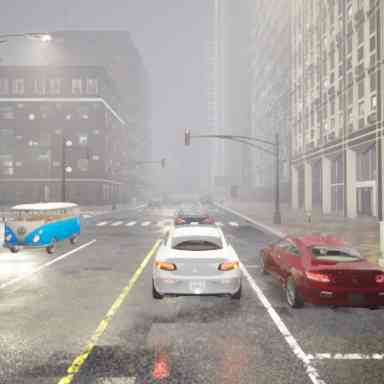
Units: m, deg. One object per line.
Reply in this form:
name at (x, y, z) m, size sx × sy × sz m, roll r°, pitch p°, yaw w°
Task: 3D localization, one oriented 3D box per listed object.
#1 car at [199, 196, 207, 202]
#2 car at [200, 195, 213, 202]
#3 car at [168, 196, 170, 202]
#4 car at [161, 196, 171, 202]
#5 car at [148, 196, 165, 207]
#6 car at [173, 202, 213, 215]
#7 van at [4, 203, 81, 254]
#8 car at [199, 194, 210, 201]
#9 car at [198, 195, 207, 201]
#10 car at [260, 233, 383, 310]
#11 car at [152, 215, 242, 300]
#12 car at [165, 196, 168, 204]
car at (2.677, 1.592, 79.412) m, size 1.802 × 1.307 × 4.206 m, roll 1°, pitch 0°, yaw 0°
car at (2.684, 1.590, 56.793) m, size 1.802 × 1.307 × 4.206 m, roll 1°, pitch 0°, yaw 0°
car at (-5.698, 1.574, 62.443) m, size 1.947 × 1.339 × 4.313 m, roll 1°, pitch 0°, yaw 0°
car at (-5.701, 1.591, 73.753) m, size 1.802 × 1.307 × 4.206 m, roll 1°, pitch 0°, yaw 0°
car at (-5.694, 1.558, 51.134) m, size 2.008 × 1.369 × 4.403 m, roll 1°, pitch 0°, yaw 0°
car at (0.071, 1.507, 17.411) m, size 2.163 × 1.488 × 4.792 m, roll 0°, pitch 0°, yaw -1°
van at (-5.765, 1.344, 13.218) m, size 1.690 × 1.788 × 3.998 m, roll 1°, pitch 0°, yaw 0°
car at (2.686, 1.324, 62.448) m, size 2.192 × 1.841 × 5.009 m, roll 1°, pitch 0°, yaw 0°
car at (2.676, 1.561, 85.067) m, size 2.008 × 1.369 × 4.403 m, roll 1°, pitch 0°, yaw 0°
car at (2.699, 1.584, 7.536) m, size 1.802 × 1.307 × 4.206 m, roll 1°, pitch 0°, yaw 0°
car at (0.103, 1.528, 8.298) m, size 1.812 × 1.442 × 4.674 m, roll 0°, pitch 0°, yaw 0°
car at (-5.696, 1.559, 56.789) m, size 2.008 × 1.369 × 4.403 m, roll 1°, pitch 0°, yaw 0°
